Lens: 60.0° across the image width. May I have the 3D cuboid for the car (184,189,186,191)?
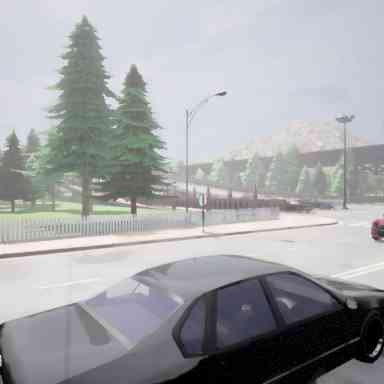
[{"bbox_3d":[-3.331,0.420,61.542,1.994,1.385,4.181,0,6,-37],"label":"car"}]

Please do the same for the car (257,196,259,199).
[{"bbox_3d":[9.369,1.243,50.484,2.097,1.767,4.553,0,2,-37],"label":"car"}]

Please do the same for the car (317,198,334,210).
[{"bbox_3d":[15.573,1.478,42.315,2.128,1.511,4.902,0,0,-37],"label":"car"}]

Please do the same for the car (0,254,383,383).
[{"bbox_3d":[0.533,1.547,4.125,5.357,1.411,2.033,0,0,-35],"label":"car"}]

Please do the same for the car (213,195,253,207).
[{"bbox_3d":[5.483,1.448,44.024,2.128,1.511,4.902,0,1,-37],"label":"car"}]

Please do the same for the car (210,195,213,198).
[{"bbox_3d":[4.080,1.232,51.667,2.128,1.511,4.902,0,3,-37],"label":"car"}]

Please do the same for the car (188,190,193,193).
[{"bbox_3d":[-1.261,0.223,64.649,2.128,1.511,4.902,0,6,-36],"label":"car"}]

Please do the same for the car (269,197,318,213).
[{"bbox_3d":[10.990,1.594,36.709,1.895,1.301,4.718,0,0,-36],"label":"car"}]

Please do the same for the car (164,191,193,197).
[{"bbox_3d":[-2.352,0.953,54.383,1.994,1.385,4.181,0,4,-37],"label":"car"}]

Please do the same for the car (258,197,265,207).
[{"bbox_3d":[11.297,1.463,42.158,1.882,1.535,5.008,0,0,-37],"label":"car"}]

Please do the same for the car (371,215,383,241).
[{"bbox_3d":[10.328,1.474,15.561,5.008,1.535,1.882,0,0,-35],"label":"car"}]
